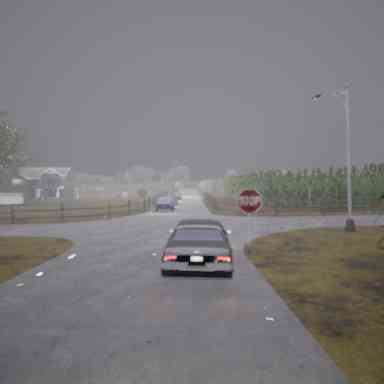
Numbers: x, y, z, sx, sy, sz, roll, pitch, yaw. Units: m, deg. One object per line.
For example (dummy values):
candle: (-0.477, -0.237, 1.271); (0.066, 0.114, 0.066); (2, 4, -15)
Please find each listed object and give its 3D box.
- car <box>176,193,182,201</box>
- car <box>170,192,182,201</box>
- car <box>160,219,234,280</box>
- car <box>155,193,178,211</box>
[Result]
car: (-2.865, 1.108, 46.193); (2.033, 1.411, 5.357); (0, 1, 0)
car: (-2.857, 0.790, 58.957); (1.994, 1.385, 4.181); (0, 2, 0)
car: (0.230, 1.520, 9.948); (2.033, 1.411, 5.357); (1, 1, 3)
car: (-2.870, 1.220, 36.174); (1.882, 1.535, 5.008); (0, 1, 0)
